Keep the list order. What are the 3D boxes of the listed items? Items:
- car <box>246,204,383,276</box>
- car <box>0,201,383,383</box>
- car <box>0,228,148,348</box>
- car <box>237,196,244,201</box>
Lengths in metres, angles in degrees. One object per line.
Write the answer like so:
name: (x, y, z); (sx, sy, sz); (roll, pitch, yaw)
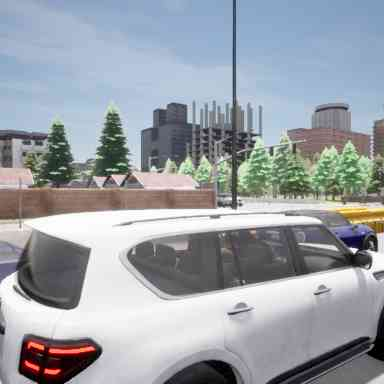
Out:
car: (4.189, 1.352, 11.023); (4.553, 1.767, 2.097); (0, 0, -35)
car: (0.649, 1.221, 4.205); (5.566, 2.045, 2.150); (0, 0, -36)
car: (-3.591, 1.547, 5.486); (5.357, 1.411, 2.033); (0, 0, -36)
car: (5.677, 1.221, 51.810); (2.150, 2.045, 5.566); (0, 0, -33)
